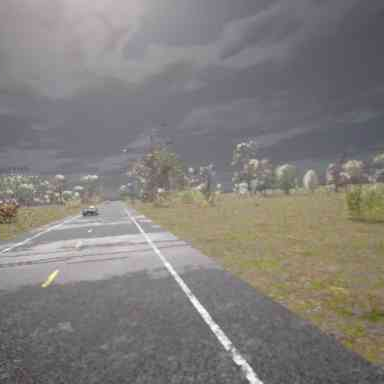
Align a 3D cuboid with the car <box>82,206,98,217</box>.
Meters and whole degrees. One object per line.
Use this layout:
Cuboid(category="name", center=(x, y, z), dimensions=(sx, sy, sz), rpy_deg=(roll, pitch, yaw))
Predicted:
Cuboid(category="car", center=(-14.301, 2.657, 46.764), dimensions=(1.994, 1.385, 4.181), rpy_deg=(-4, 0, -13))
